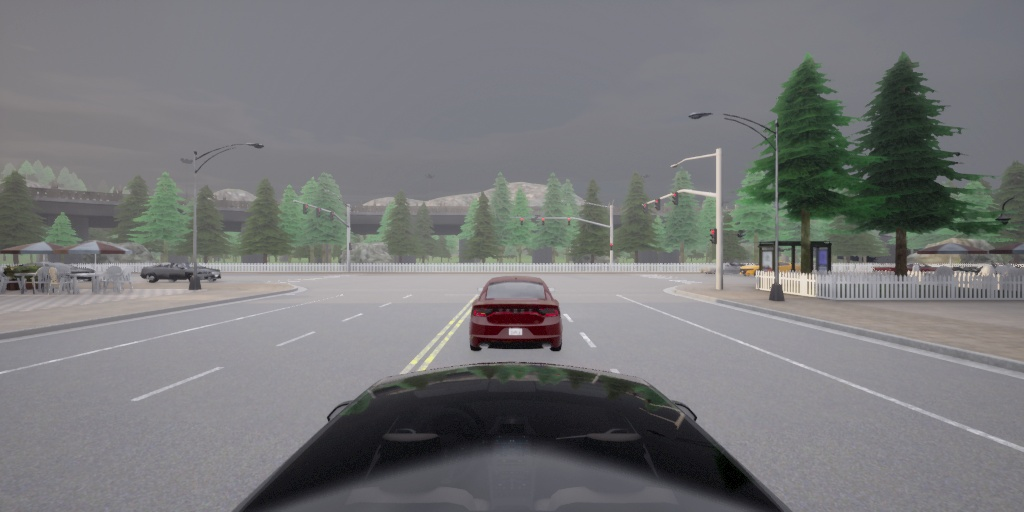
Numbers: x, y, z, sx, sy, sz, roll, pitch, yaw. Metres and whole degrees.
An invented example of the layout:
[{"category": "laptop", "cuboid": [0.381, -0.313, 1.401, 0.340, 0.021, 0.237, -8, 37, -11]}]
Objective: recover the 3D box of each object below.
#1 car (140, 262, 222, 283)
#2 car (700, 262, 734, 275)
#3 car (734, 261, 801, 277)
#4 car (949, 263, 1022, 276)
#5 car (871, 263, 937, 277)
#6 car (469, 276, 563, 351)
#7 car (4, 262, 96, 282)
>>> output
[{"category": "car", "cuboid": [-24.137, 1.186, 26.256, 4.902, 1.511, 2.128, 0, 0, -2]}, {"category": "car", "cuboid": [21.883, 1.295, 36.659, 4.718, 1.301, 1.895, 0, 0, 1]}, {"category": "car", "cuboid": [23.818, 1.172, 33.127, 5.008, 1.535, 1.882, 0, 0, 1]}, {"category": "car", "cuboid": [45.923, 1.295, 34.766, 4.718, 1.301, 1.895, 0, 0, 16]}, {"category": "car", "cuboid": [36.045, 1.295, 32.816, 4.718, 1.301, 1.895, 0, 0, 4]}, {"category": "car", "cuboid": [0.103, 1.228, 9.002, 1.882, 1.535, 5.008, 0, 0, 1]}, {"category": "car", "cuboid": [-33.609, 1.172, 26.197, 5.008, 1.535, 1.882, 0, 0, -2]}]
